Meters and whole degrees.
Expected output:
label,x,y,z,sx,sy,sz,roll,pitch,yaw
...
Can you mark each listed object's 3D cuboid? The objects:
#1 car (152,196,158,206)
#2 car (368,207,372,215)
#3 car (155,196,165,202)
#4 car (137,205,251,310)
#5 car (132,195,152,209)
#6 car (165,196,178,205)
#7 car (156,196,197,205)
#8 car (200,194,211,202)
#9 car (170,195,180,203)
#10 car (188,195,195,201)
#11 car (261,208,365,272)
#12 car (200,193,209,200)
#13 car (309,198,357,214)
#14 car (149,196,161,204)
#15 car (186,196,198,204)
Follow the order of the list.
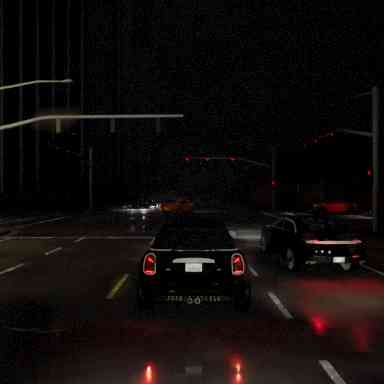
label,x,y,z,sx,sy,sz,roll,pitch,yaw
car,-7.184,1.347,55.399,2.097,1.767,4.553,0,0,0
car,19.044,1.578,31.166,4.674,1.442,1.812,0,0,0
car,-7.131,1.588,74.238,1.895,1.301,4.718,0,0,0
car,0.043,1.351,7.992,2.097,1.767,4.553,0,0,0
car,-7.175,1.522,46.496,1.812,1.442,4.674,0,0,0
car,-3.678,1.486,60.320,2.128,1.511,4.902,0,0,0
car,-1.448,1.506,35.675,1.882,1.535,5.008,1,0,28
car,3.364,1.512,77.434,1.812,1.442,4.674,0,0,0
car,-3.624,1.494,70.530,1.837,1.490,4.892,0,0,0
car,-0.155,1.587,88.205,1.895,1.301,4.718,0,0,0
car,3.600,1.491,10.801,2.128,1.511,4.902,0,0,-3
car,3.346,1.208,87.513,2.097,1.767,4.553,0,0,0
car,14.610,1.404,34.741,4.553,1.767,2.097,0,0,2
car,-7.164,1.520,64.195,1.812,1.442,4.674,0,0,0
car,-0.010,1.542,62.979,2.033,1.411,5.357,0,0,0
